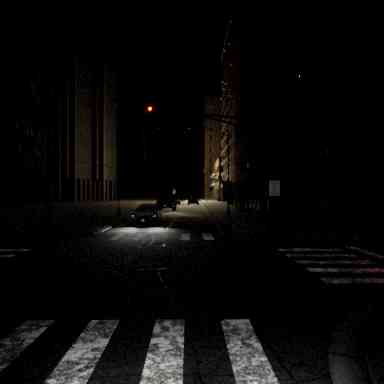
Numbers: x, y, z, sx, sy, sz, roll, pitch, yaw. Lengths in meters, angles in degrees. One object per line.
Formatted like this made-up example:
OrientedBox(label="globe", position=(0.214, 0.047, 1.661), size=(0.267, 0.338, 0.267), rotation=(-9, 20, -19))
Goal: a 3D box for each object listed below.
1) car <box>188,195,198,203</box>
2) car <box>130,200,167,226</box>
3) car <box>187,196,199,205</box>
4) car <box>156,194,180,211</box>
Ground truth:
OrientedBox(label="car", position=(0.213, 1.476, 67.871), size=(1.882, 1.535, 5.008), rotation=(0, 0, 0))
OrientedBox(label="car", position=(-3.066, 1.527, 23.258), size=(1.812, 1.442, 4.674), rotation=(0, 0, 0))
OrientedBox(label="car", position=(0.200, 1.525, 57.962), size=(1.812, 1.442, 4.674), rotation=(0, 0, 0))
OrientedBox(label="car", position=(-3.030, 1.226, 40.404), size=(2.150, 2.045, 5.566), rotation=(0, 0, 0))
